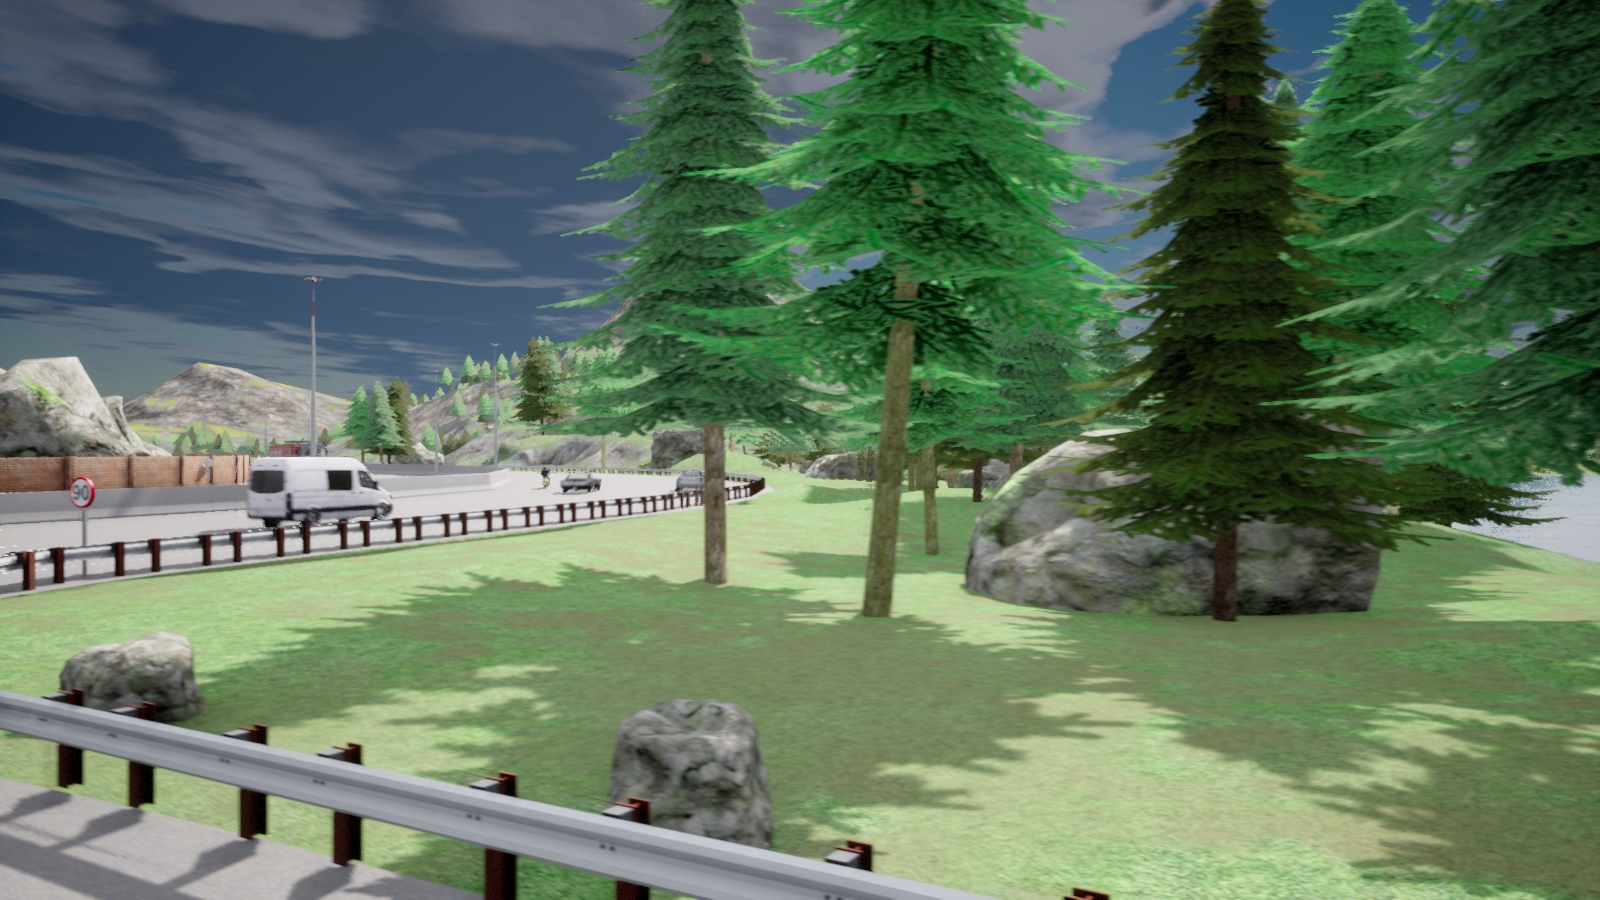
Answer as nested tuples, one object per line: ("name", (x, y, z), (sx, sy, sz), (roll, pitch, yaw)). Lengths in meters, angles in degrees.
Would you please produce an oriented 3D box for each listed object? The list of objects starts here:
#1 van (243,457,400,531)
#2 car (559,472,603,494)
("van", (-17.808, 1.546, 42.913), (1.988, 2.561, 5.915), (0, 0, 19))
("car", (-14.485, 2.169, 75.804), (1.895, 1.301, 4.718), (0, 0, 2))
